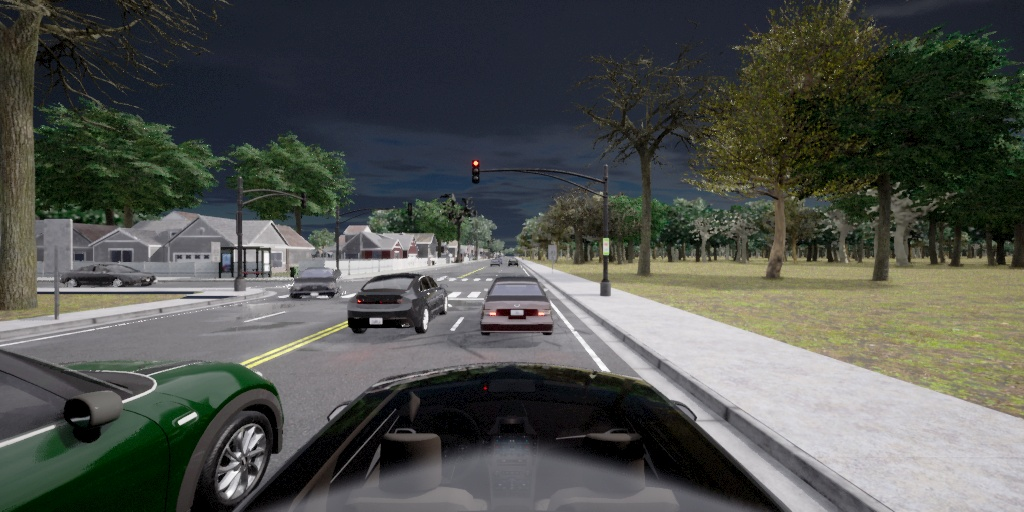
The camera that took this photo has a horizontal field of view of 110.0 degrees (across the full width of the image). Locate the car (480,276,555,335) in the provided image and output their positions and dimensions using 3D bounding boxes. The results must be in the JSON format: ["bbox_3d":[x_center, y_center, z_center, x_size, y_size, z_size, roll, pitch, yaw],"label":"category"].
[{"bbox_3d":[0.118,1.297,10.429,2.033,1.411,5.357,0,0,0],"label":"car"}]

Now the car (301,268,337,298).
[{"bbox_3d":[-9.744,1.297,18.157,2.033,1.411,5.357,0,0,-24],"label":"car"}]

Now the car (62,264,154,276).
[{"bbox_3d":[-25.675,1.290,22.955,4.892,1.490,1.837,0,0,1],"label":"car"}]

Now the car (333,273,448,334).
[{"bbox_3d":[-3.138,1.254,10.682,1.837,1.490,4.892,0,0,0],"label":"car"}]

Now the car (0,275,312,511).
[{"bbox_3d":[-3.150,1.102,1.436,2.097,1.767,4.553,0,0,0],"label":"car"}]
